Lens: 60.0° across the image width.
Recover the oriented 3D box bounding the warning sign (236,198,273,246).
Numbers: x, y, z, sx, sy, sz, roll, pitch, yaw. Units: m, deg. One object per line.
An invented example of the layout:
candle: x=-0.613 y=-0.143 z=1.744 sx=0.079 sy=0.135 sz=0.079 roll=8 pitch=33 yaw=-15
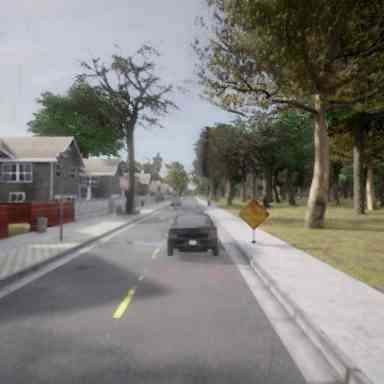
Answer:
warning sign: x=2.520 y=1.196 z=13.544 sx=1.300 sy=1.860 sz=1.060 roll=0 pitch=0 yaw=0

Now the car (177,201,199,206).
car: x=0.046 y=1.732 z=27.781 sx=1.994 sy=1.385 sz=4.181 roll=0 pitch=0 yaw=1

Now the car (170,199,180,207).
car: x=-2.797 y=1.911 z=58.038 sx=2.033 sy=1.411 sz=5.357 roll=0 pitch=0 yaw=1

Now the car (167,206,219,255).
car: x=0.052 y=1.559 z=13.698 sx=1.882 sy=1.535 sz=5.008 roll=0 pitch=0 yaw=0
